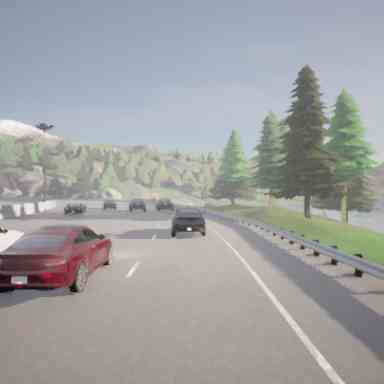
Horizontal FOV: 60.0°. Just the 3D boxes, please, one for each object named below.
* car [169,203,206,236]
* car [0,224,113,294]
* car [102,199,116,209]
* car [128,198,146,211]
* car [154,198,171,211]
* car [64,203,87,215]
[{"bbox_3d":[-0.293,1.636,19.431,1.837,1.490,4.892,0,0,-4],"label":"car"},{"bbox_3d":[-3.428,1.586,8.871,1.812,1.442,4.674,0,0,-1],"label":"car"},{"bbox_3d":[-13.038,1.842,52.308,2.128,1.511,4.902,0,0,-17],"label":"car"},{"bbox_3d":[-7.514,1.653,45.168,2.097,1.767,4.553,0,0,-13],"label":"car"},{"bbox_3d":[-3.906,1.653,45.164,2.097,1.767,4.553,0,0,-13],"label":"car"},{"bbox_3d":[-13.080,1.853,37.563,1.895,1.301,4.718,0,0,-11],"label":"car"}]
